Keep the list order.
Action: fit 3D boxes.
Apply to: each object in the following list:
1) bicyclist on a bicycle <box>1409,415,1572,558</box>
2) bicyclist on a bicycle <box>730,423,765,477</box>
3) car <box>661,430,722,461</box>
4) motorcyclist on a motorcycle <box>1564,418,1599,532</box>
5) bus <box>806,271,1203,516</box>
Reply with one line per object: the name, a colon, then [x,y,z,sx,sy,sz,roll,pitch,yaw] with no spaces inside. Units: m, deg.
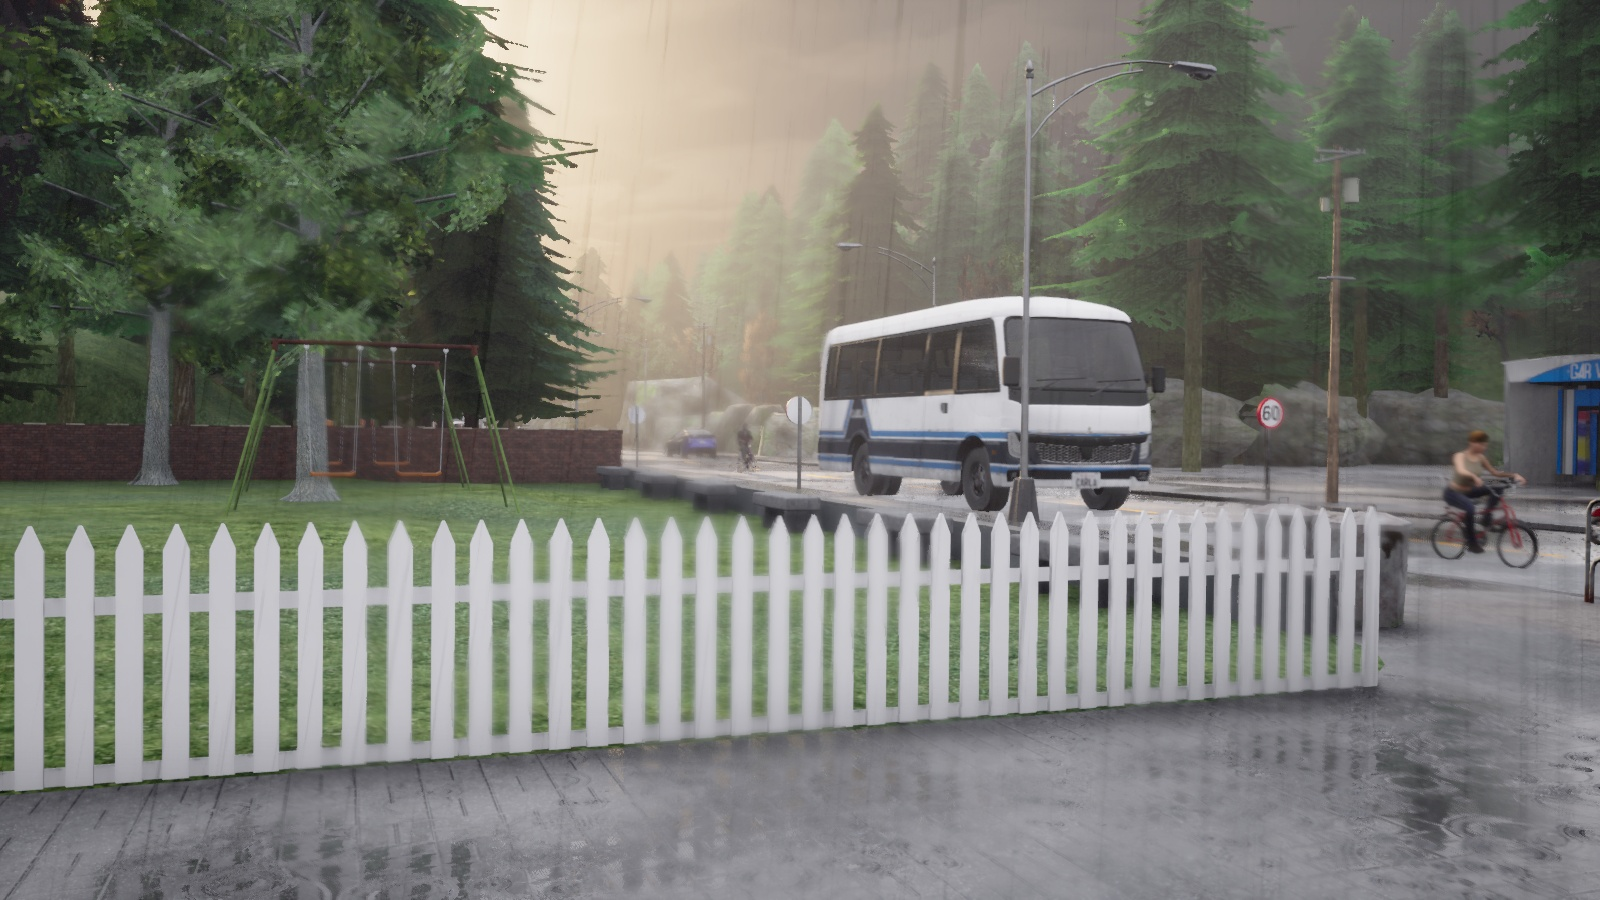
bicyclist on a bicycle: [8.247,0.401,15.062,0.866,1.612,1.509,-1,1,-20]
bicyclist on a bicycle: [-1.788,-0.005,42.568,0.659,1.776,1.843,-1,1,-20]
car: [-5.639,-0.249,64.856,2.007,1.525,4.514,-1,1,-20]
motorcyclist on a motorcycle: [11.655,0.345,17.272,0.866,1.590,1.817,-1,1,-19]
bus: [3.778,-1.062,27.245,3.944,4.253,10.273,-1,1,-20]
